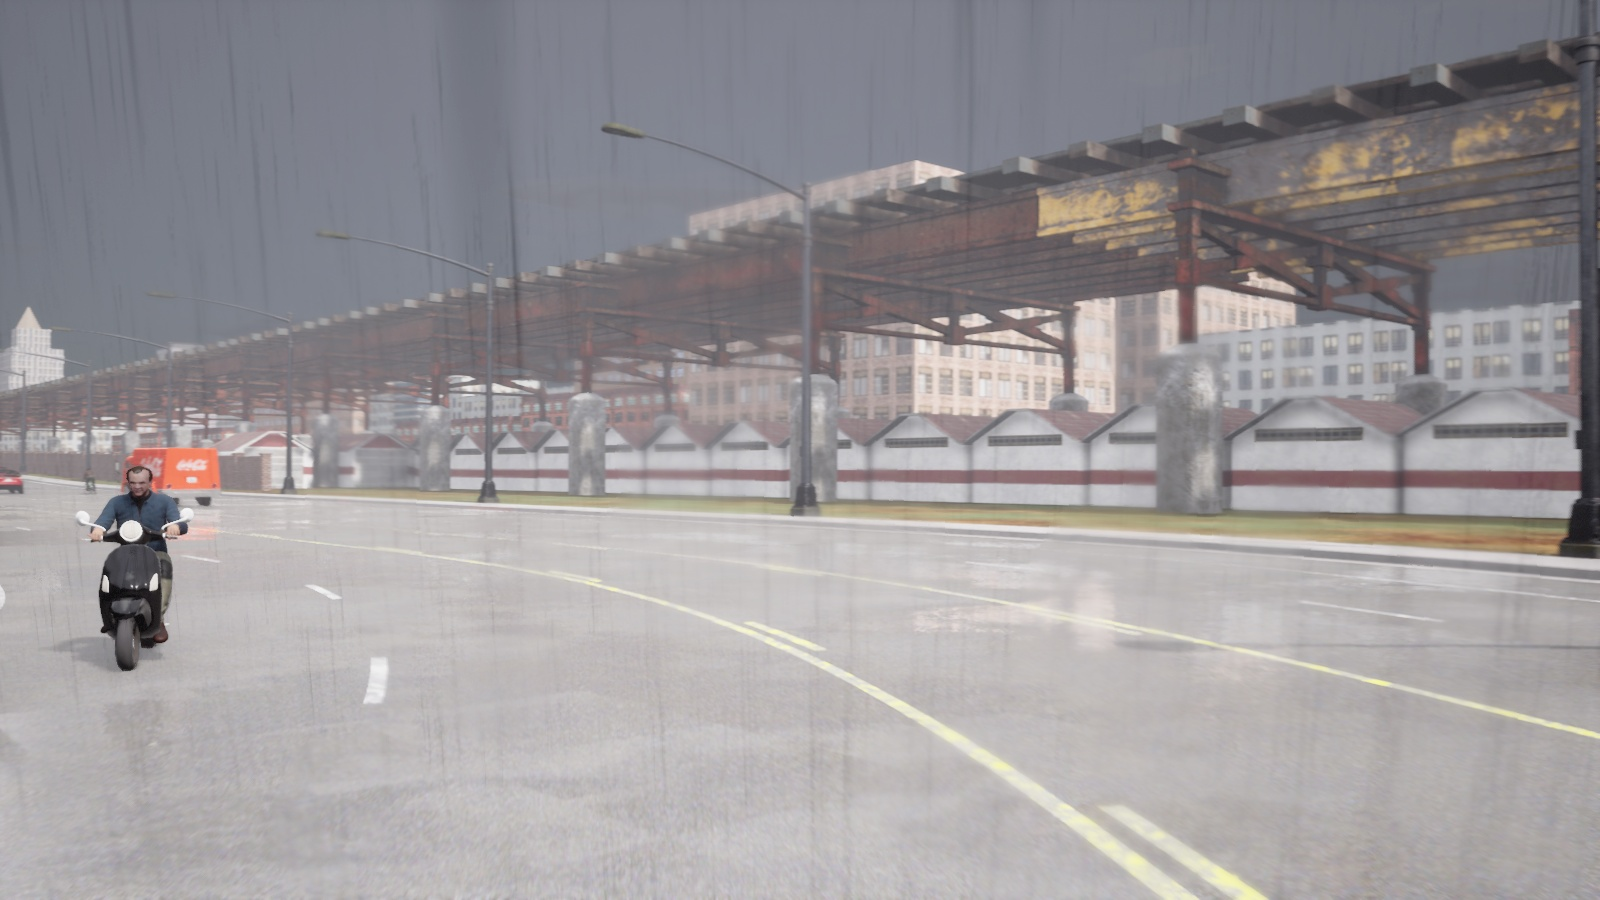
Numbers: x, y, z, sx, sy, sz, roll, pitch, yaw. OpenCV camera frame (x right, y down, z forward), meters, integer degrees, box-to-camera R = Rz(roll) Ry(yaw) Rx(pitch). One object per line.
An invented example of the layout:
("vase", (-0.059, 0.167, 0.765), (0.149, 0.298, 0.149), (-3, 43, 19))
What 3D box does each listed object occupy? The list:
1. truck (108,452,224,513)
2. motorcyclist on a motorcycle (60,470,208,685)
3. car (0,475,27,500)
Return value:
("truck", (-27.023, 1.361, 53.421), (5.204, 2.467, 2.627), (-1, -1, 41))
("motorcyclist on a motorcycle", (-5.438, 0.970, 10.361), (0.866, 1.590, 1.817), (0, -1, -21))
("car", (-50.141, 2.337, 78.735), (2.007, 1.525, 4.514), (1, -1, -42))
